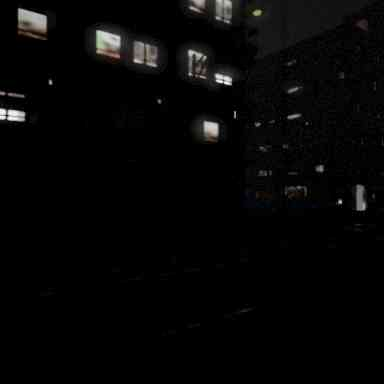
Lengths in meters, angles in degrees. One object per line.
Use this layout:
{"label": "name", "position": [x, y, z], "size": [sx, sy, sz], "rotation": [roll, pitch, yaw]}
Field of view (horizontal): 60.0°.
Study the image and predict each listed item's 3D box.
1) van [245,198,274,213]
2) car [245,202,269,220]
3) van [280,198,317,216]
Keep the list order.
{"label": "van", "position": [8.024, 1.615, 40.086], "size": [1.690, 1.788, 3.998], "rotation": [-1, 0, -36]}
{"label": "car", "position": [4.599, 1.830, 30.654], "size": [1.802, 1.307, 4.206], "rotation": [-1, 0, -36]}
{"label": "van", "position": [11.339, 1.542, 35.570], "size": [1.690, 1.788, 3.998], "rotation": [-1, 0, -36]}
